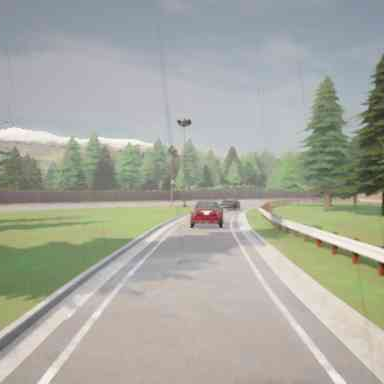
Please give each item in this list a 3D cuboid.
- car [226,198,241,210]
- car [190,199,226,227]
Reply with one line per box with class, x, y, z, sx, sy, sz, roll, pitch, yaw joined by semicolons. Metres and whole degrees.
car;5.027;1.506;42.390;2.128;1.511;4.902;0;0;18
car;1.103;1.360;22.745;2.097;1.767;4.553;0;0;6
